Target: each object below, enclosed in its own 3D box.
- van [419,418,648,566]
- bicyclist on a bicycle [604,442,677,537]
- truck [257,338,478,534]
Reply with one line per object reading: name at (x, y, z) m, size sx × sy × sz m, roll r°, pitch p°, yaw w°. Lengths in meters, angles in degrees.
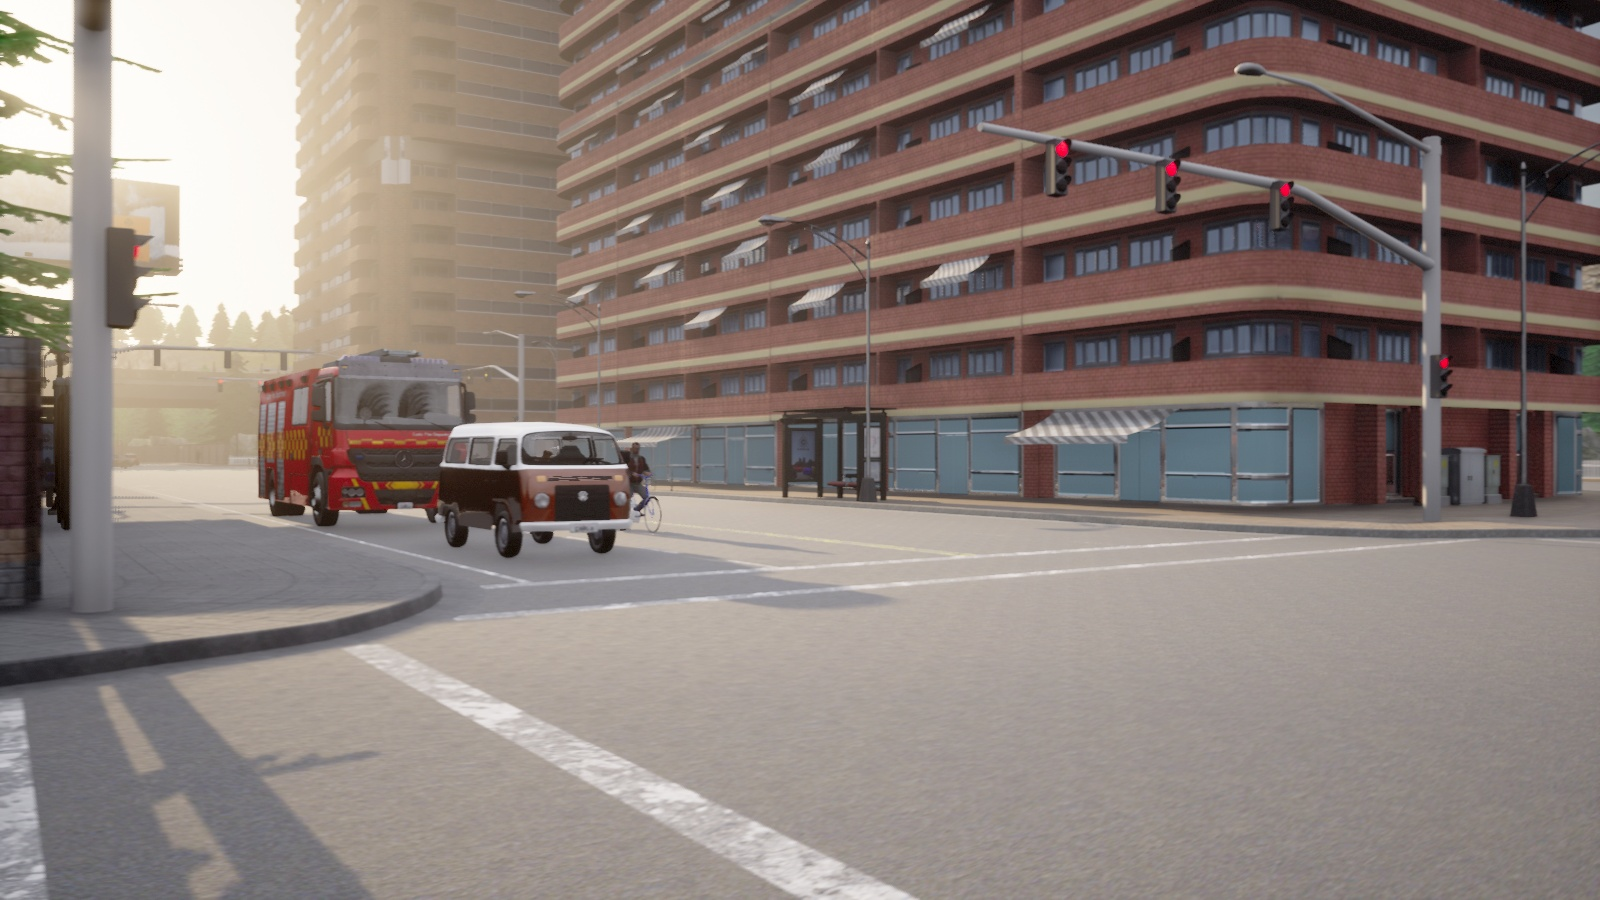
van at (-4.322, 0.585, 19.798) m, size 2.069 × 2.038 × 4.480 m, roll 0°, pitch 0°, yaw -33°
bicyclist on a bicycle at (-3.121, 0.737, 24.401) m, size 0.659 × 1.776 × 1.843 m, roll 0°, pitch 0°, yaw -33°
truck at (-10.214, -0.259, 28.953) m, size 2.891 × 3.827 × 8.468 m, roll 0°, pitch 0°, yaw -33°
